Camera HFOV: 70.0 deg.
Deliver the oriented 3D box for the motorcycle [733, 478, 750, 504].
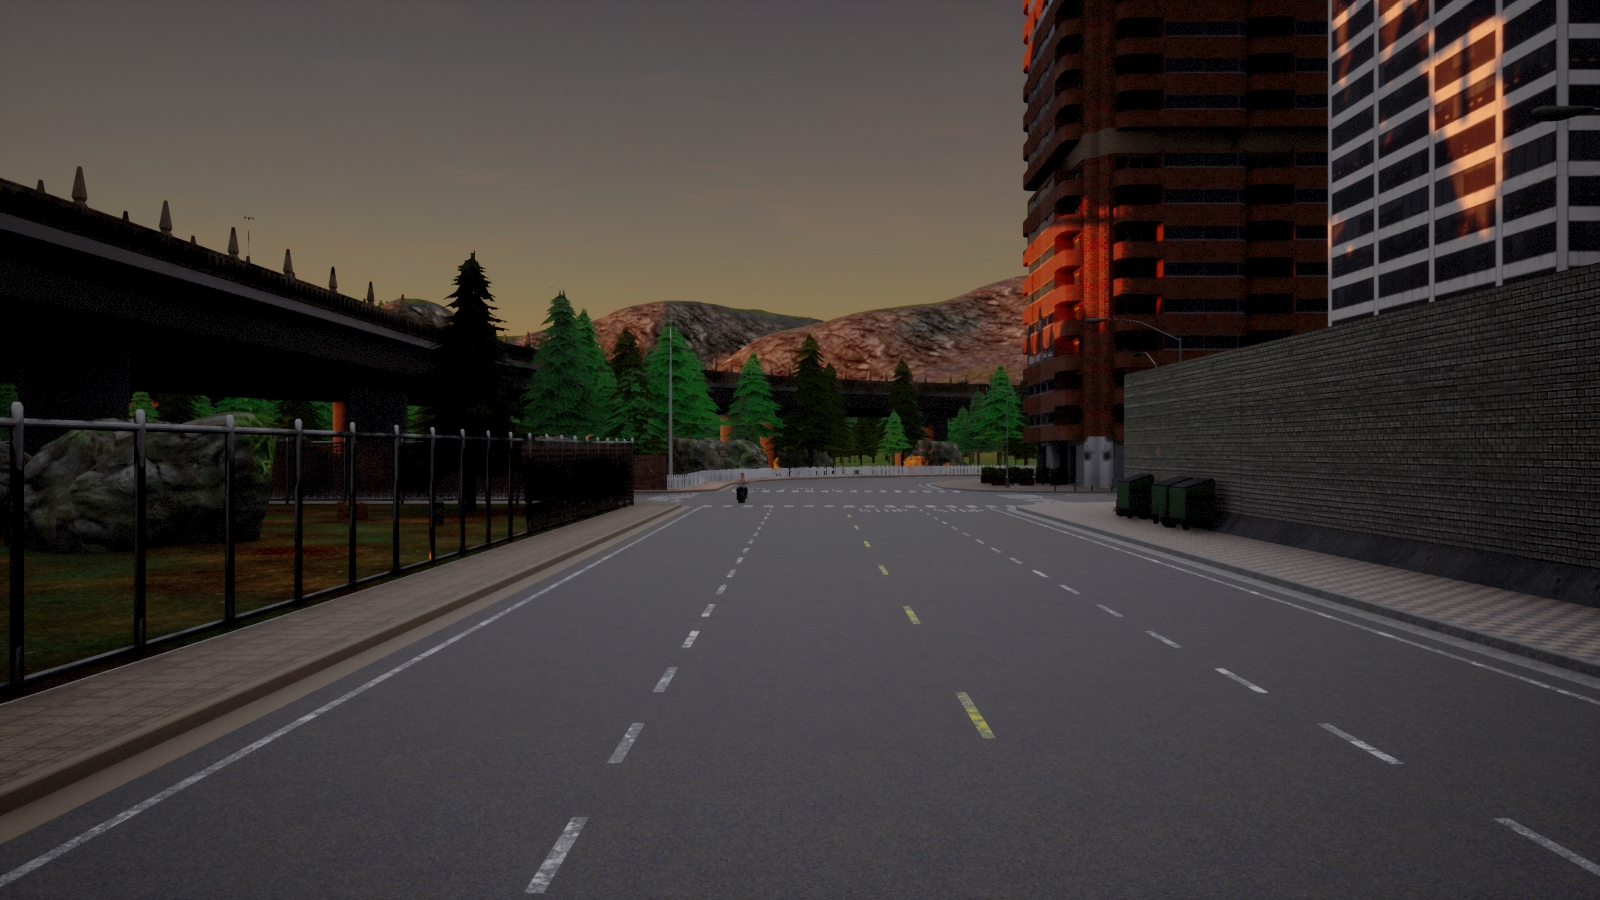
[{"bbox_3d":[-3.083,2.147,60.556,0.764,1.307,2.356,0,0,0],"label":"motorcycle"}]
